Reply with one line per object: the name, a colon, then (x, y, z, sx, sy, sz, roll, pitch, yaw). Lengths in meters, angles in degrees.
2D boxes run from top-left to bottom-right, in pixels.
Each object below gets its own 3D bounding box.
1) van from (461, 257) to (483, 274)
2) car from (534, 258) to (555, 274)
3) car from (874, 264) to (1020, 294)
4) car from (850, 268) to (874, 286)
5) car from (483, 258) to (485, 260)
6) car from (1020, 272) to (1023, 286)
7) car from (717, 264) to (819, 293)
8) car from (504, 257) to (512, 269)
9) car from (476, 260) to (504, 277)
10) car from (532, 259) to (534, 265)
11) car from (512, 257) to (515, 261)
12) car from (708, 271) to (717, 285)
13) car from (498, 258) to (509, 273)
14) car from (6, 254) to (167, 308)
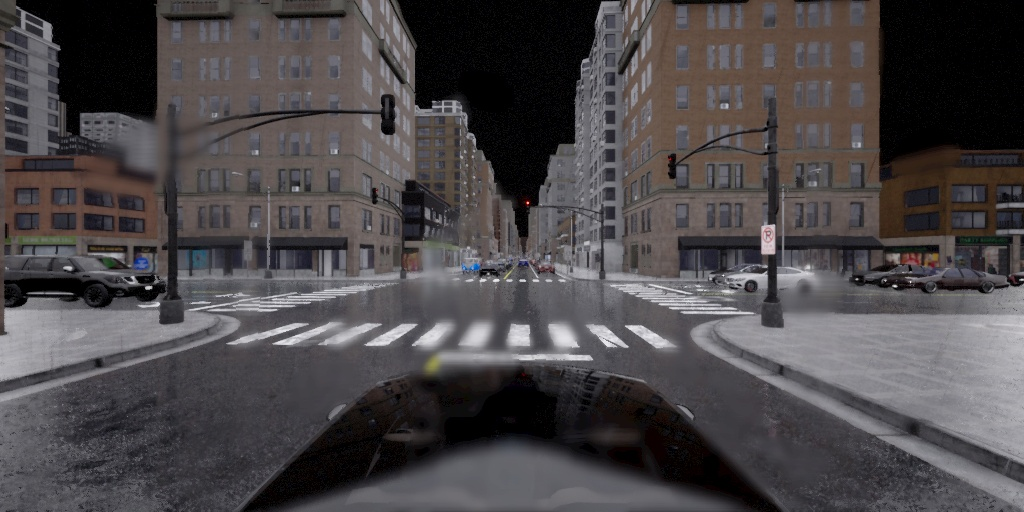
van: (-4.707, 1.111, 41.113, 1.690, 1.789, 3.998, 0, 0, 2)
car: (3.814, 1.210, 40.828, 1.967, 1.591, 4.097, 0, 0, 2)
car: (24.356, 1.326, 20.238, 5.357, 1.411, 2.033, 0, 0, 2)
car: (25.063, 1.284, 23.470, 4.892, 1.490, 1.837, 0, 0, 2)
car: (-4.519, 1.090, 46.633, 2.192, 1.841, 5.009, 0, 0, 2)
car: (35.046, 1.360, 23.176, 4.181, 1.385, 1.994, 0, 0, 2)
car: (14.769, 1.291, 20.511, 4.674, 1.442, 1.812, 0, 0, 3)
car: (-1.488, 1.136, 54.515, 2.097, 1.767, 4.553, 0, 0, 2)
car: (-2.142, 1.365, 35.794, 1.895, 1.301, 4.718, 0, 0, 2)
car: (4.002, 1.341, 46.350, 1.948, 1.339, 4.313, 0, 0, 2)
car: (-1.114, 1.146, 64.498, 2.097, 1.767, 4.553, 0, 0, 3)
car: (15.646, 1.257, 23.739, 4.902, 1.511, 2.128, 0, 0, 2)
car: (-1.812, 1.338, 44.877, 1.994, 1.385, 4.181, 0, 0, 3)
car: (-17.665, 0.956, 14.720, 5.566, 2.045, 2.150, 0, 0, 0)
